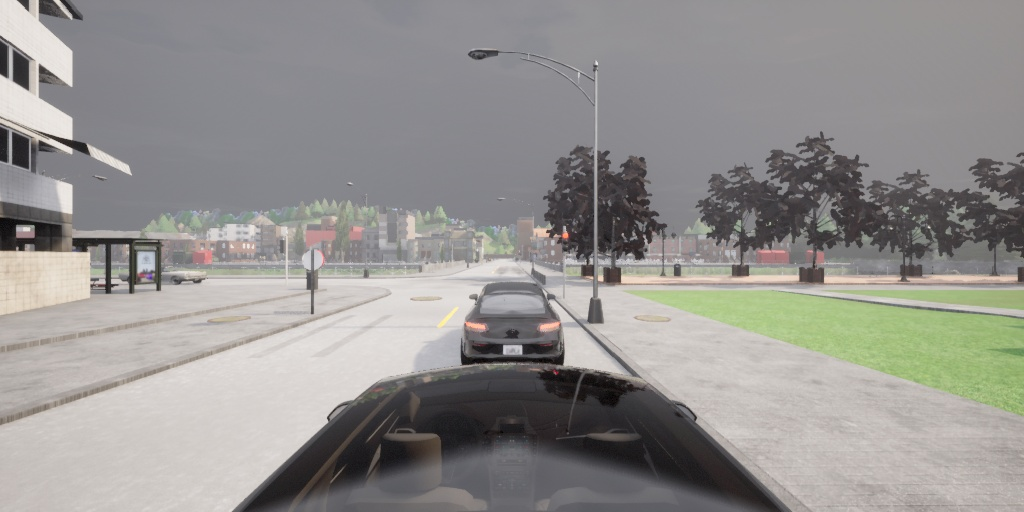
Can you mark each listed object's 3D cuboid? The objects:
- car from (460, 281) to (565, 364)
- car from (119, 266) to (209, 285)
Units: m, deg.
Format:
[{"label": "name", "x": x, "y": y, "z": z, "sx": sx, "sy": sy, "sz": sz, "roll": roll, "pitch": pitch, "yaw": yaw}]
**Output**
[{"label": "car", "x": 0.007, "y": 1.276, "z": 7.806, "sx": 1.812, "sy": 1.442, "sz": 4.674, "roll": 0, "pitch": 0, "yaw": 0}, {"label": "car", "x": -24.466, "y": 1.351, "z": 25.300, "sx": 4.718, "sy": 1.301, "sz": 1.895, "roll": 0, "pitch": 0, "yaw": 0}]
